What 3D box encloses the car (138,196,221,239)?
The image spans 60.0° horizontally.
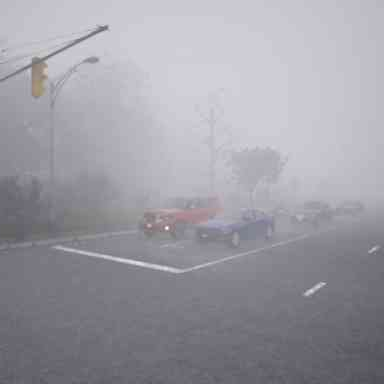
[{"bbox_3d":[-0.360,1.233,17.913,2.150,2.045,5.566,0,0,37],"label":"car"}]

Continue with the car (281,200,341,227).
[{"bbox_3d":[8.457,1.490,23.274,2.128,1.511,4.902,0,0,39],"label":"car"}]

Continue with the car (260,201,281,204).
[{"bbox_3d":[5.922,1.492,25.709,2.128,1.511,4.902,0,0,39],"label":"car"}]

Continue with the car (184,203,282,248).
[{"bbox_3d":[2.067,1.486,15.312,1.882,1.535,5.008,0,0,39],"label":"car"}]

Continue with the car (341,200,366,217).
[{"bbox_3d":[14.907,1.476,31.303,2.033,1.411,5.357,0,1,39],"label":"car"}]

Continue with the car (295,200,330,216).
[{"bbox_3d":[12.236,1.532,33.566,1.895,1.301,4.718,0,1,39],"label":"car"}]
